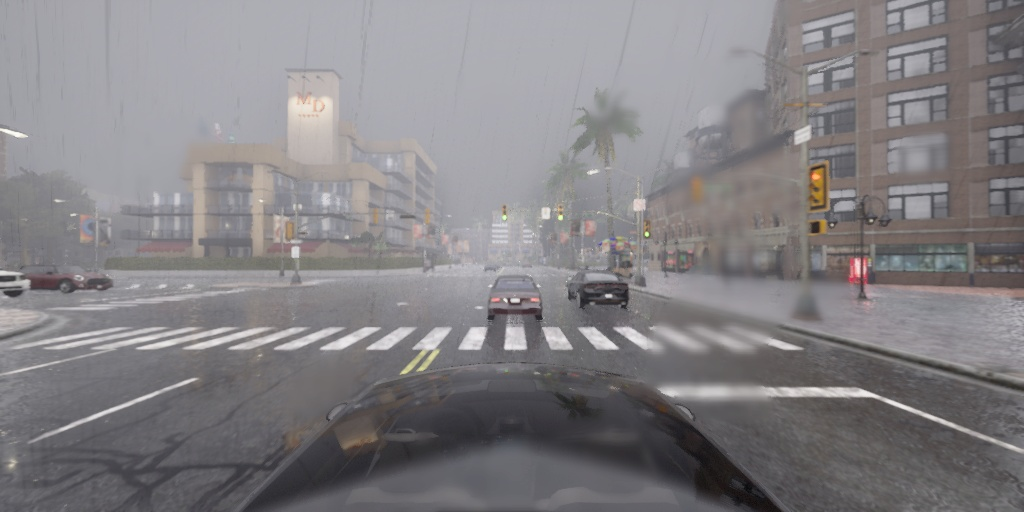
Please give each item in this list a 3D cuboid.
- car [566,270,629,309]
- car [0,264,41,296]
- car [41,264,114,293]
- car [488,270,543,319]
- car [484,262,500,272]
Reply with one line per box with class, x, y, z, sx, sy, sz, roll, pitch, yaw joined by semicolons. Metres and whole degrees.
car;3.599;1.358;15.823;1.882;1.535;5.008;0;0;0
car;-28.349;1.126;18.251;5.566;2.045;2.150;0;-1;0
car;-27.214;1.289;21.759;4.553;1.767;2.097;0;-1;0
car;0.098;1.405;13.279;2.033;1.411;5.357;0;0;0
car;-3.502;1.825;58.876;2.033;1.411;5.357;0;-1;0
